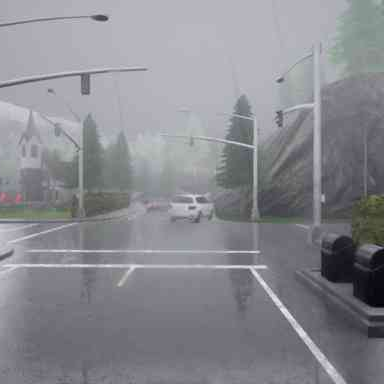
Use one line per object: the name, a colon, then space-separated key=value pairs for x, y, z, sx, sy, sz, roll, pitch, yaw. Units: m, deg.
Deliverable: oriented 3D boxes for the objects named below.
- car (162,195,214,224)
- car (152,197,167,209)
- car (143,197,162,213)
car: x=0.020 y=1.221 z=25.291 sx=2.150 sy=2.045 sz=5.566 roll=2 pitch=0 yaw=19
car: x=-4.592 y=1.505 z=46.148 sx=1.837 sy=1.490 sz=4.892 roll=0 pitch=0 yaw=-9
car: x=-3.781 y=1.352 z=36.339 sx=2.097 sy=1.767 sz=4.553 roll=0 pitch=0 yaw=-2
